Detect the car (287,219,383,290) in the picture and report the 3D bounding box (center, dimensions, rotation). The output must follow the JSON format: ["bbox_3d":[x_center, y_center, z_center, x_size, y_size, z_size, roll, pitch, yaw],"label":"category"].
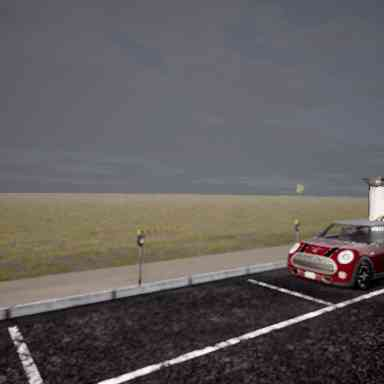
[{"bbox_3d":[4.537,1.535,9.323,4.097,1.590,1.967,1,0,-35],"label":"car"}]
